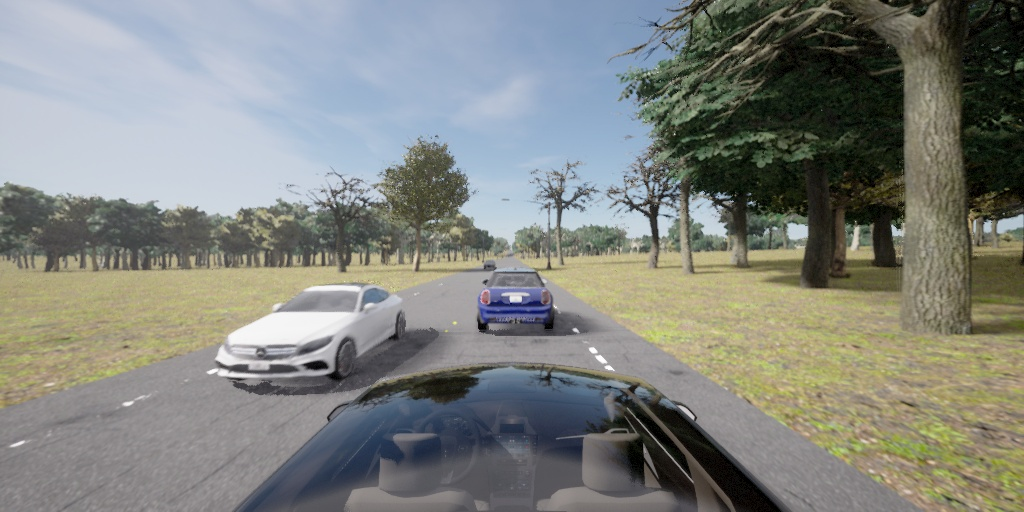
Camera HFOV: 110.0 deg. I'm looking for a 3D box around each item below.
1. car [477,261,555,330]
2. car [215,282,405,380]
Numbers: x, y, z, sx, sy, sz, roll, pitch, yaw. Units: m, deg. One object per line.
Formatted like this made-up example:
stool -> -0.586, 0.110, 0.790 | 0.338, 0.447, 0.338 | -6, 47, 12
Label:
car -> 0.092, 1.157, 11.466 | 2.097, 1.767, 4.553 | 0, 0, 0
car -> -3.604, 1.311, 7.437 | 1.812, 1.442, 4.674 | 0, 0, 0
